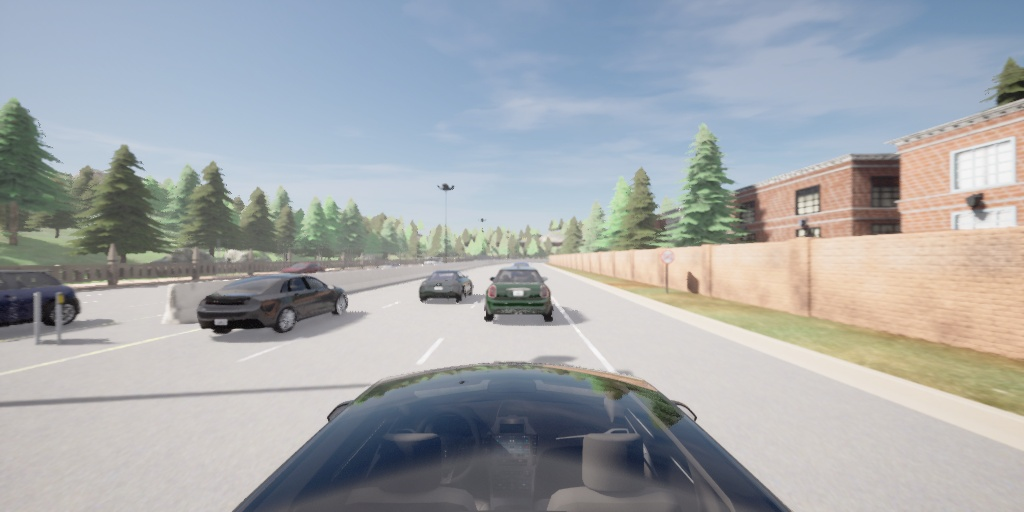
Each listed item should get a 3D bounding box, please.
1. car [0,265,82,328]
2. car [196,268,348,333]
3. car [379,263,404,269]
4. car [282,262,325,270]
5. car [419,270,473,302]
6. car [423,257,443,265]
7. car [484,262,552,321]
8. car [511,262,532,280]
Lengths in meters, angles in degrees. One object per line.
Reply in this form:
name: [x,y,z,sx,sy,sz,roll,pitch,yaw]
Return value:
car: [-14.033,1.143,8.781,2.097,1.767,4.553,0,0,1]
car: [-6.814,1.302,10.872,1.837,1.490,4.892,0,0,1]
car: [-16.242,1.568,48.323,1.895,1.301,4.718,0,0,2]
car: [-20.253,1.388,34.965,1.882,1.535,5.008,0,0,2]
car: [-3.136,1.387,17.632,1.994,1.385,4.181,0,0,2]
car: [-12.423,1.230,56.912,2.150,2.045,5.566,0,0,2]
car: [0.236,1.150,12.864,2.097,1.767,4.553,0,0,1]
car: [0.915,1.370,34.295,1.882,1.535,5.008,0,0,2]
